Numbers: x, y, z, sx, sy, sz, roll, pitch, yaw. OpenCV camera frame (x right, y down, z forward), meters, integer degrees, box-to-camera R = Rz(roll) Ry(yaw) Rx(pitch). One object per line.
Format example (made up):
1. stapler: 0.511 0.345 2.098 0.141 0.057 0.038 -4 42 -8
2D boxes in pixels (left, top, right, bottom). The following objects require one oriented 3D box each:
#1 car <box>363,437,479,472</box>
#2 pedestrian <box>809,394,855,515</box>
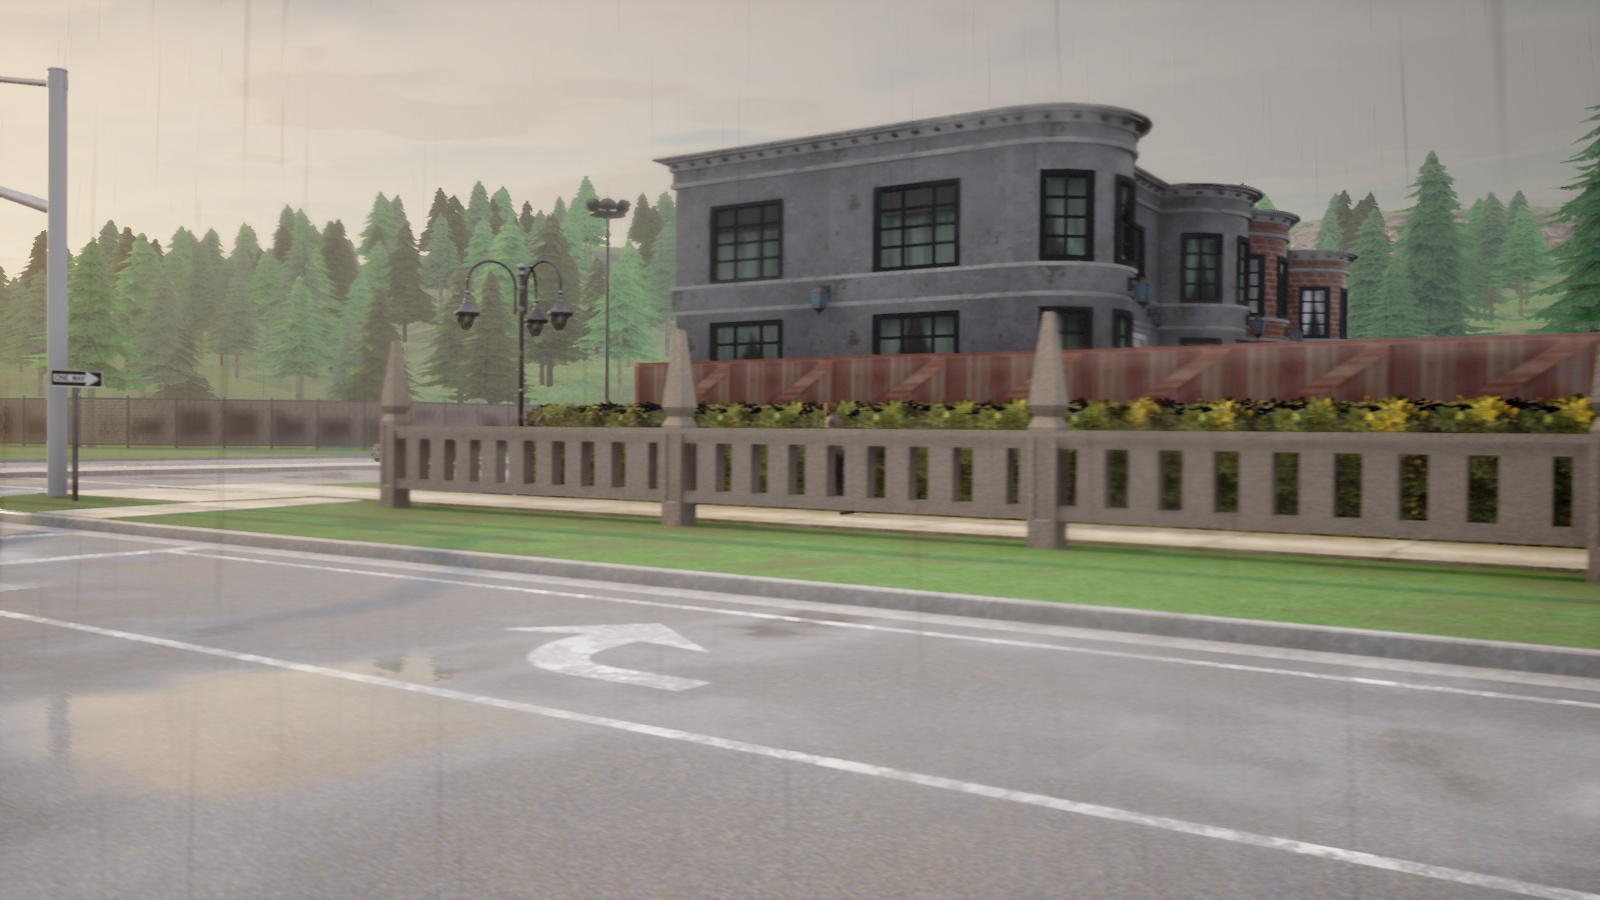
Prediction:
1. car: -16.351 0.163 54.421 1.812 1.442 4.674 0 1 34
2. pedestrian: 0.494 0.070 19.447 0.634 1.846 0.331 0 1 37
